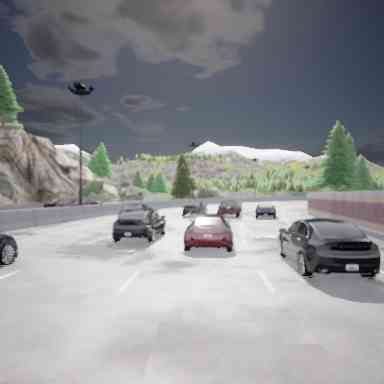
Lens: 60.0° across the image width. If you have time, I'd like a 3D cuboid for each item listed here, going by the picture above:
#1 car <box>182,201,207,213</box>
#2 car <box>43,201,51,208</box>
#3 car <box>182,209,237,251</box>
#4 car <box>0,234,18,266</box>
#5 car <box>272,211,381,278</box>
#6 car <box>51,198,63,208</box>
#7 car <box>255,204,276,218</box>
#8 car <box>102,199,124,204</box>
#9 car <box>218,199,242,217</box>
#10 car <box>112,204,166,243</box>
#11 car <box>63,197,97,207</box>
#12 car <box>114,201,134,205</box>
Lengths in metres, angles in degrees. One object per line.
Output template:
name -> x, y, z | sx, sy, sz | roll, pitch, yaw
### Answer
car -> 0.344, 1.677, 33.707 | 1.837, 1.490, 4.892 | 0, 0, 13
car -> -20.490, 1.736, 50.934 | 1.882, 1.535, 5.008 | 0, 0, 18
car -> 0.767, 1.639, 14.529 | 1.994, 1.385, 4.181 | 0, 0, 5
car -> -6.647, 1.550, 8.877 | 1.837, 1.490, 4.892 | 0, 0, 3
car -> 3.938, 1.558, 10.299 | 1.837, 1.490, 4.892 | 0, 0, 3
car -> -17.651, 1.598, 48.276 | 2.097, 1.767, 4.553 | 0, 0, 17
car -> 7.121, 1.765, 32.099 | 1.895, 1.301, 4.718 | 0, 0, 13
car -> -10.795, 1.715, 46.781 | 1.882, 1.535, 5.008 | 0, 0, 17
car -> 3.862, 1.523, 33.347 | 2.097, 1.767, 4.553 | 0, 0, 13
car -> -2.523, 1.591, 16.797 | 1.837, 1.490, 4.892 | 0, 0, 6
car -> -14.855, 1.708, 45.411 | 1.882, 1.535, 5.008 | 0, 0, 16
car -> -4.466, 1.690, 27.997 | 2.033, 1.411, 5.357 | 0, 0, 11
